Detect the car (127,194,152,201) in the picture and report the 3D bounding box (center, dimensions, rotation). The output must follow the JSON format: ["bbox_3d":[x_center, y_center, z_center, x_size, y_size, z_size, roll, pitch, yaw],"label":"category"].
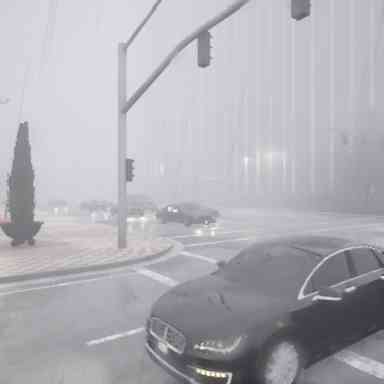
[{"bbox_3d":[-6.022,1.221,36.794,2.150,2.045,5.566,0,0,-36],"label":"car"}]

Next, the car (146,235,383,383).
[{"bbox_3d":[1.650,1.505,5.167,4.892,1.490,1.837,0,0,-35],"label":"car"}]

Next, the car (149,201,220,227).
[{"bbox_3d":[-0.635,1.547,23.361,2.033,1.411,5.357,0,0,-36],"label":"car"}]

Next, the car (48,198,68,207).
[{"bbox_3d":[-20.697,1.600,51.292,1.895,1.301,4.718,0,0,-36],"label":"car"}]

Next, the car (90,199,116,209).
[{"bbox_3d":[-12.183,1.601,45.358,1.895,1.301,4.718,0,0,-36],"label":"car"}]

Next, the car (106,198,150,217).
[{"bbox_3d":[-6.038,1.564,30.844,1.994,1.385,4.181,0,0,-35],"label":"car"}]

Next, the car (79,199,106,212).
[{"bbox_3d":[-11.418,1.601,38.295,1.895,1.301,4.718,0,0,-36],"label":"car"}]

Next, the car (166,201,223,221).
[{"bbox_3d":[0.068,1.547,28.362,2.033,1.411,5.357,0,0,-36],"label":"car"}]
